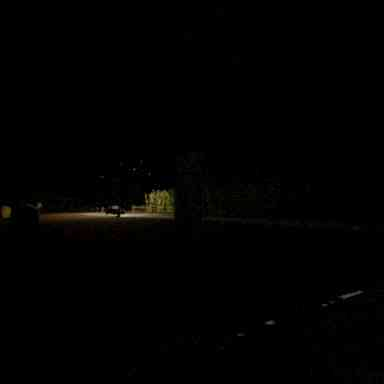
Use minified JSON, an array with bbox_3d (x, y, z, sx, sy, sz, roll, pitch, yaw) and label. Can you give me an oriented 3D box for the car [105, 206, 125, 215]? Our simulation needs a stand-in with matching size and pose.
[{"bbox_3d":[-12.547,2.993,54.325,2.128,1.511,4.902,1,-3,-35],"label":"car"}]
